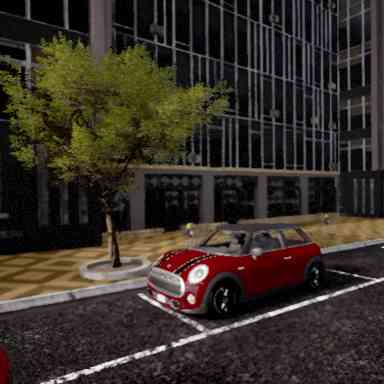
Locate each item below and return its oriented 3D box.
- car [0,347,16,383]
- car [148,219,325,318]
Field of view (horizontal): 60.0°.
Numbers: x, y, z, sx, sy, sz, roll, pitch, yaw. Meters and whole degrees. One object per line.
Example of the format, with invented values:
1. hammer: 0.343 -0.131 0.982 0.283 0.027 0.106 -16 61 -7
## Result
1. car: -3.145 1.523 1.125 4.674 1.442 1.812 0 0 -35
2. car: 1.052 1.447 7.339 4.097 1.590 1.967 0 -1 -35
